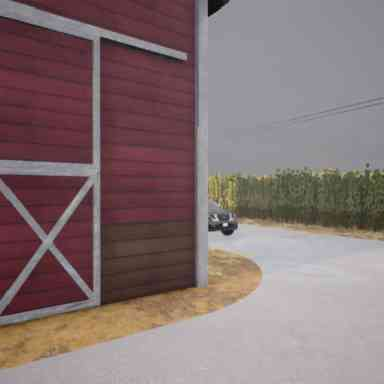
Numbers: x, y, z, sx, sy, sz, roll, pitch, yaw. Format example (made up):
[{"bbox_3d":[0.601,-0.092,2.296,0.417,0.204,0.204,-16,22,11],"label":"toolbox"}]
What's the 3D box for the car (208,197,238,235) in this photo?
[{"bbox_3d":[0.109,1.208,18.186,2.150,2.045,5.566,0,0,-32],"label":"car"}]
